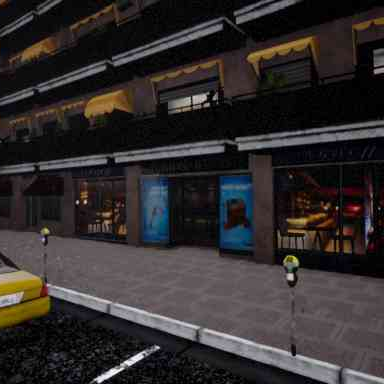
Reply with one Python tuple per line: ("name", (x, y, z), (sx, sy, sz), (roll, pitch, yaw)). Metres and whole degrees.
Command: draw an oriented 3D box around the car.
("car", (-4.552, 1.527, 6.127), (4.829, 1.417, 1.752), (0, -1, 35))
